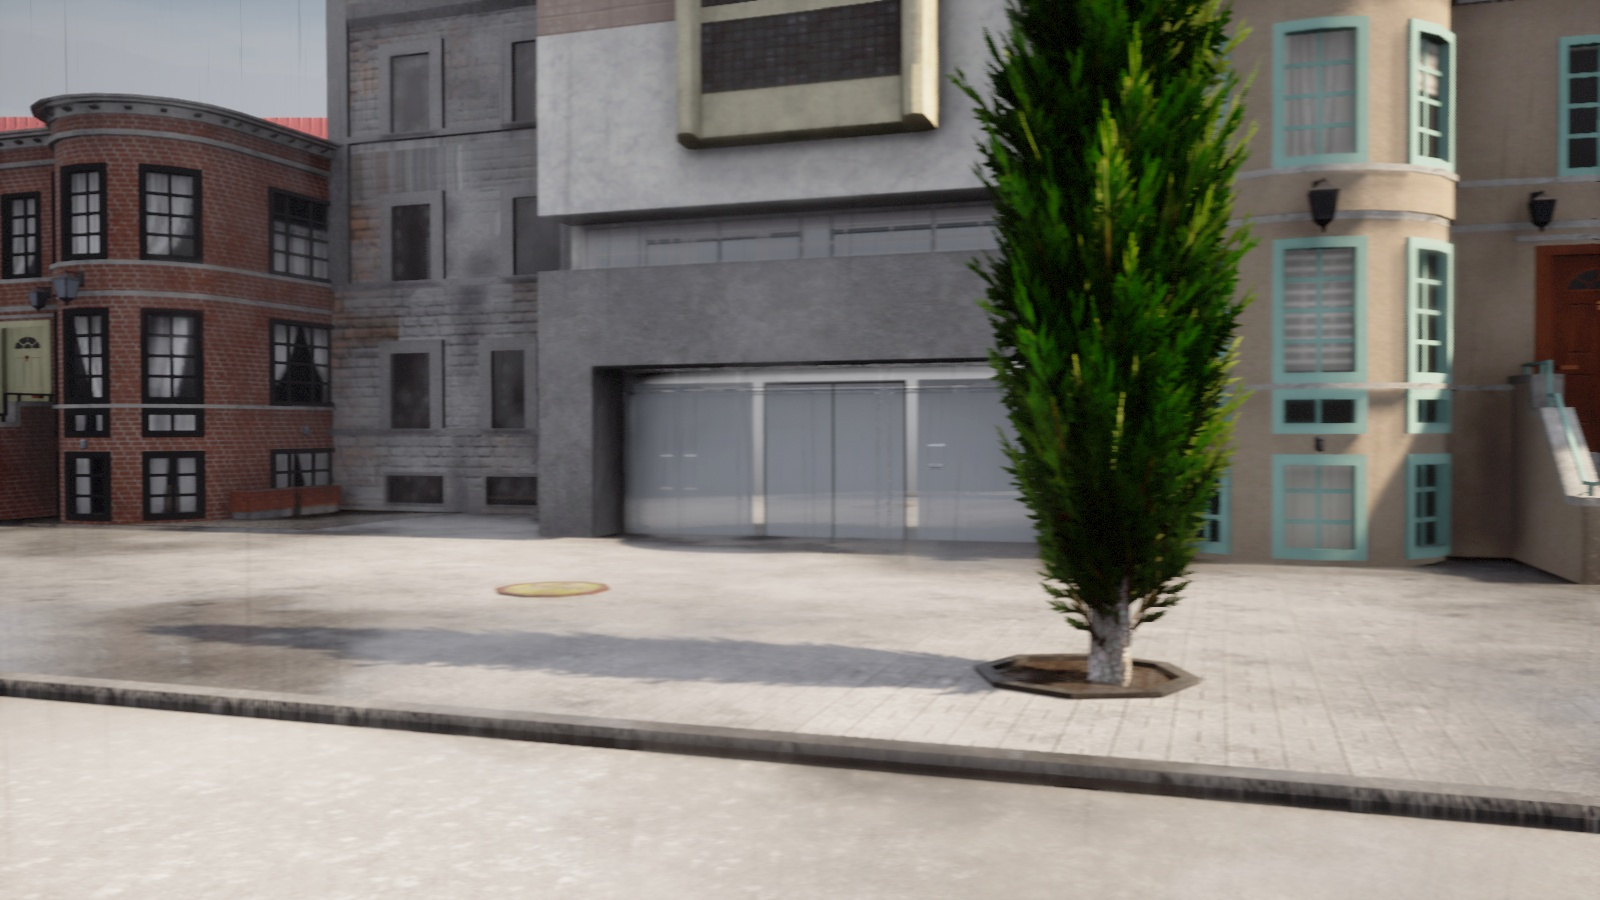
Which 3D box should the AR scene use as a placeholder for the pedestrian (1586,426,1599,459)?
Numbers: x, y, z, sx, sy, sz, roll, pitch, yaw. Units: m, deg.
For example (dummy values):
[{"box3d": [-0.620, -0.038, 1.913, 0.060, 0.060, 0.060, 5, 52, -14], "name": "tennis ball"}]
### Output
[{"box3d": [44.036, -0.411, 69.537, 0.634, 1.844, 0.899, 0, 1, 17], "name": "pedestrian"}]
